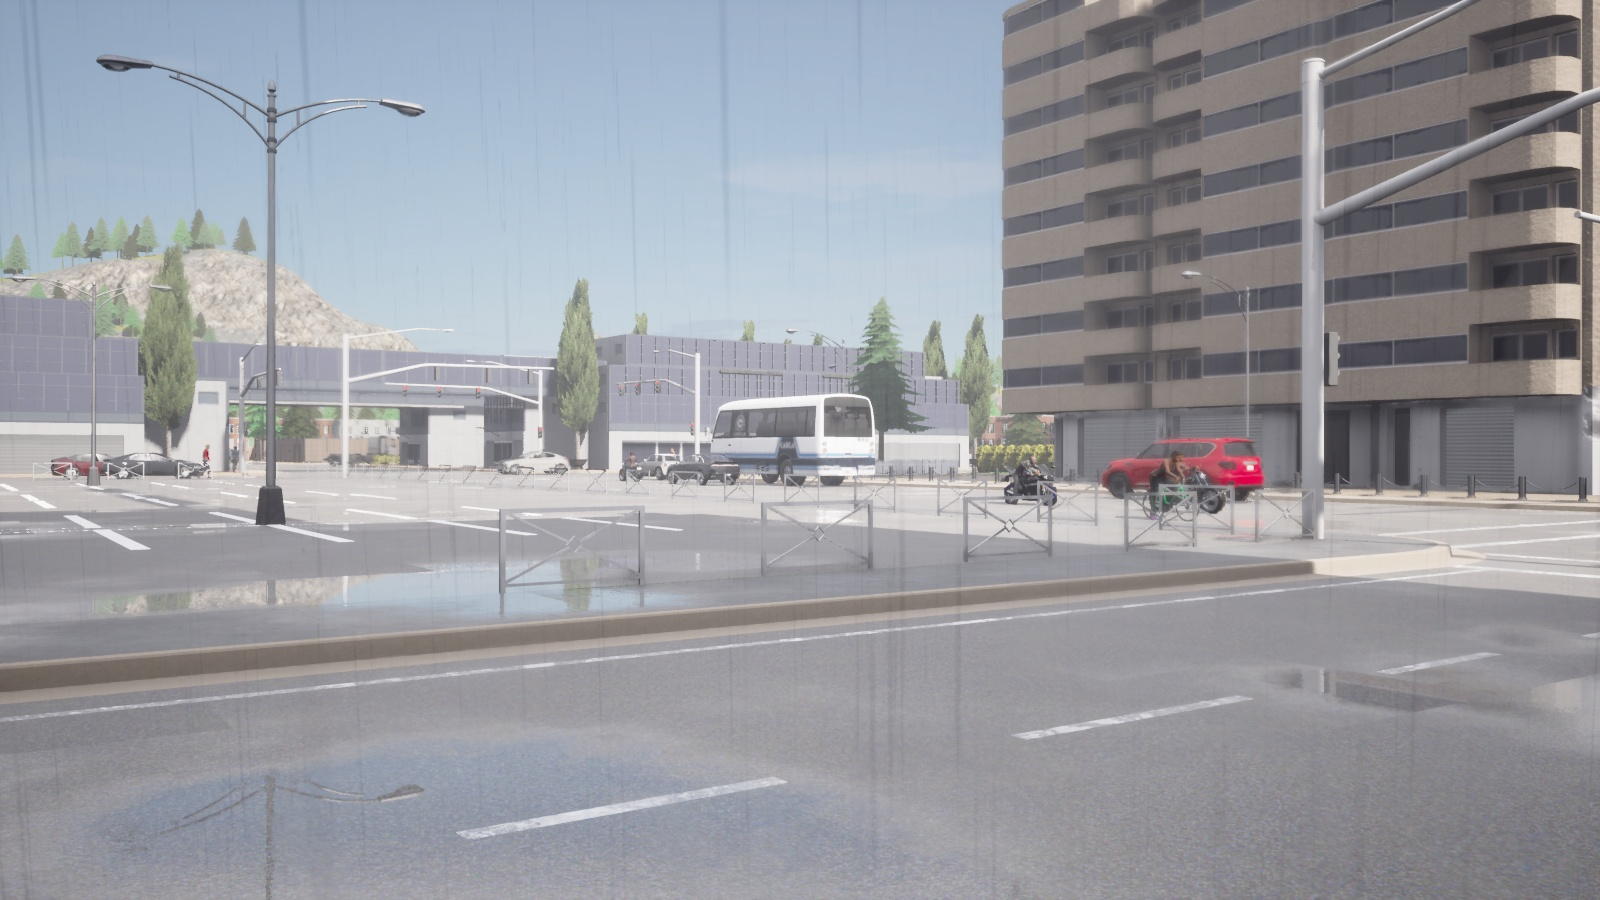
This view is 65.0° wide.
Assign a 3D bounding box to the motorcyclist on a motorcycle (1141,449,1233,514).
[{"bbox_3d":[10.169,0.810,33.058,0.766,1.649,2.350,0,0,-35],"label":"motorcyclist on a motorcycle"}]

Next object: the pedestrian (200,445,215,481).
[{"bbox_3d":[-30.402,0.681,64.459,0.636,1.846,0.331,0,0,-38],"label":"pedestrian"}]

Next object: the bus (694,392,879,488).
[{"bbox_3d":[-0.890,-0.424,61.381,3.944,4.253,10.273,0,0,-35],"label":"bus"}]

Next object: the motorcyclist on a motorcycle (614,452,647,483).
[{"bbox_3d":[-9.068,0.934,67.065,0.766,1.649,2.350,0,0,-35],"label":"motorcyclist on a motorcycle"}]

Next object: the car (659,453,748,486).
[{"bbox_3d":[-4.736,0.915,60.790,2.128,1.511,4.902,0,0,-34],"label":"car"}]

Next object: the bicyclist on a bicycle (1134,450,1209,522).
[{"bbox_3d":[8.608,0.806,29.160,0.582,1.620,1.656,0,0,-35],"label":"bicyclist on a bicycle"}]

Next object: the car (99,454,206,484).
[{"bbox_3d":[-34.676,0.995,67.294,4.902,1.511,2.128,0,0,-34],"label":"car"}]

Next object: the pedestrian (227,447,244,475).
[{"bbox_3d":[-38.967,0.753,86.637,0.874,1.855,0.900,0,0,-10],"label":"pedestrian"}]

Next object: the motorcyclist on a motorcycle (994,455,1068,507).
[{"bbox_3d":[6.925,0.913,37.755,0.866,1.530,2.191,0,0,-35],"label":"motorcyclist on a motorcycle"}]

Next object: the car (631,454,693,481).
[{"bbox_3d":[-7.896,0.957,71.525,1.970,1.475,3.806,0,0,-34],"label":"car"}]

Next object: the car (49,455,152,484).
[{"bbox_3d":[-38.436,1.050,69.001,4.792,1.488,2.163,0,0,-33],"label":"car"}]

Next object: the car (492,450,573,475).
[{"bbox_3d":[-18.516,0.831,86.963,5.027,1.651,2.152,0,0,-35],"label":"car"}]

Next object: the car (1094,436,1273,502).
[{"bbox_3d":[12.639,0.595,41.795,2.150,2.045,5.566,0,0,-34],"label":"car"}]
